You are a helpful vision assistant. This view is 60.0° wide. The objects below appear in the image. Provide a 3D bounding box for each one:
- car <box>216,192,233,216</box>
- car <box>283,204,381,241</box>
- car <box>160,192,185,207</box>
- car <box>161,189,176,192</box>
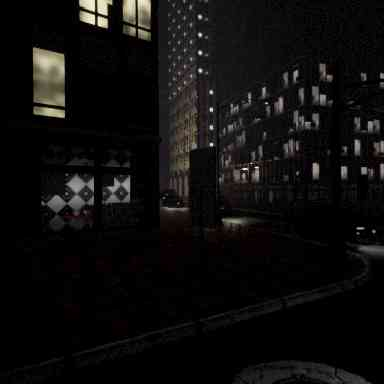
[{"bbox_3d":[1.561,0.927,28.991,2.150,2.045,5.566,-1,1,-19],"label":"car"},{"bbox_3d":[6.579,1.391,16.210,1.837,1.490,4.892,-1,1,-27],"label":"car"},{"bbox_3d":[-2.321,1.040,40.446,1.837,1.490,4.892,-1,1,-18],"label":"car"},{"bbox_3d":[-4.035,0.537,54.629,2.150,2.045,5.566,-1,1,-18],"label":"car"}]
